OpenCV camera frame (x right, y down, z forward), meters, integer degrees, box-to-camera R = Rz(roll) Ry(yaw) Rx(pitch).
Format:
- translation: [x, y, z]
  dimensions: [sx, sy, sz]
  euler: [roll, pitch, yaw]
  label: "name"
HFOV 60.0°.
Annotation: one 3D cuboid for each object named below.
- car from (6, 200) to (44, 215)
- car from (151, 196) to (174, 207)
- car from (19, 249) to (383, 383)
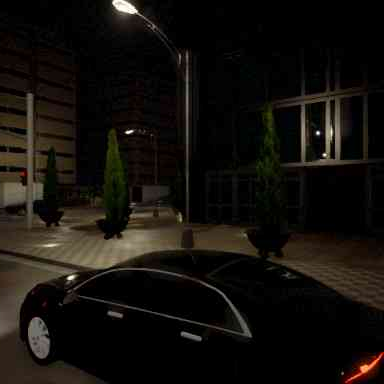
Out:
- translation: [-16.547, 1.533, 34.480]
  dimensions: [1.882, 1.535, 5.008]
  euler: [0, 0, 35]
  label: "car"
- translation: [-4.268, 1.407, 51.852]
  dimensions: [2.097, 1.767, 4.553]
  euler: [0, 0, 35]
  label: "car"
- translation: [-0.267, 1.505, 4.183]
  dimensions: [4.892, 1.490, 1.837]
  euler: [0, 0, 36]
  label: "car"
